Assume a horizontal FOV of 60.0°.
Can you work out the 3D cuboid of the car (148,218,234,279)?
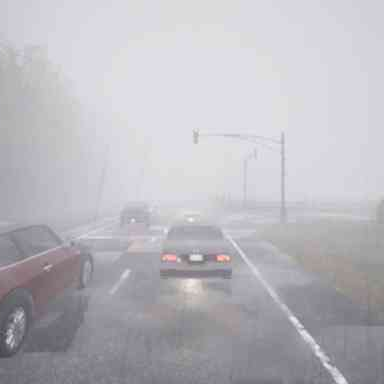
[{"bbox_3d":[0.101,1.475,9.789,2.033,1.411,5.357,0,0,0],"label":"car"}]

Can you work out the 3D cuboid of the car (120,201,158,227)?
[{"bbox_3d":[-3.397,1.351,21.572,1.837,1.490,4.892,0,1,0],"label":"car"}]

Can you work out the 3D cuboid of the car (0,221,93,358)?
[{"bbox_3d":[-3.398,1.308,6.088,2.097,1.767,4.553,0,1,0],"label":"car"}]
